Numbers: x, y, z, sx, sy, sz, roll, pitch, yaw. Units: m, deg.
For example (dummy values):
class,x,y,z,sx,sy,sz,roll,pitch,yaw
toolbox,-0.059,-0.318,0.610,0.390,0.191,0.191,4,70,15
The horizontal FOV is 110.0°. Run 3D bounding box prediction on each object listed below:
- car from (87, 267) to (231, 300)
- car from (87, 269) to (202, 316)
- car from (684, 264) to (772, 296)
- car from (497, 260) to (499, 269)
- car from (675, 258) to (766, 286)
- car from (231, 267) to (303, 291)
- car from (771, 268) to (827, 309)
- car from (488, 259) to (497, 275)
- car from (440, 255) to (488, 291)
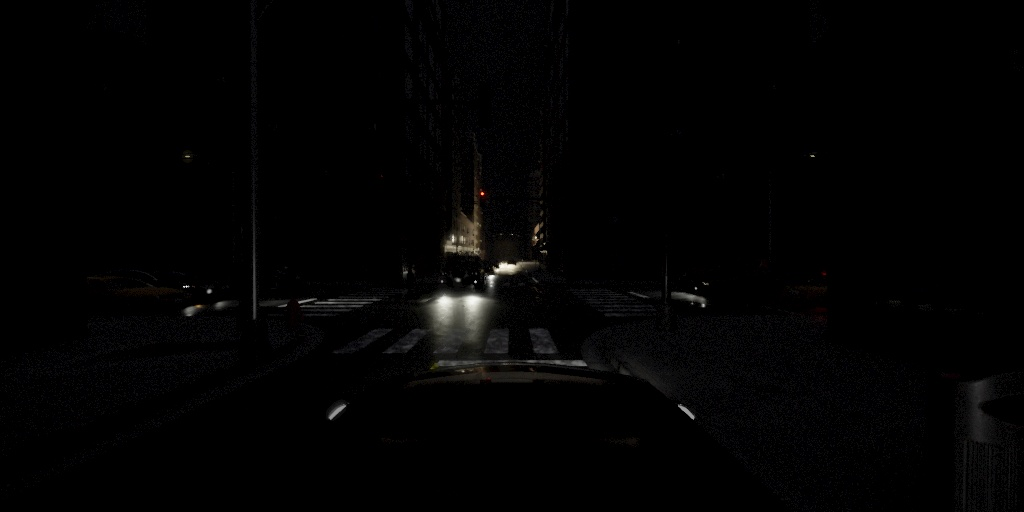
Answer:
class,x,y,z,sx,sy,sz,roll,pitch,yaw
car,-15.481,1.260,15.421,4.902,1.511,2.128,0,0,0
car,-14.403,1.305,12.896,4.829,1.417,1.751,0,0,0
car,12.135,1.277,18.360,5.357,1.411,2.033,0,0,3
car,-2.936,1.202,54.721,1.882,1.535,5.008,0,0,0
car,12.315,1.032,20.936,5.009,1.841,2.192,0,0,0
car,-14.568,1.307,20.921,4.313,1.339,1.948,0,0,0
car,12.481,1.280,12.910,4.829,1.417,1.751,0,0,0
car,-2.918,1.245,39.397,1.837,1.490,4.892,0,0,0
car,-2.885,0.969,21.992,2.150,2.045,5.566,0,0,0
